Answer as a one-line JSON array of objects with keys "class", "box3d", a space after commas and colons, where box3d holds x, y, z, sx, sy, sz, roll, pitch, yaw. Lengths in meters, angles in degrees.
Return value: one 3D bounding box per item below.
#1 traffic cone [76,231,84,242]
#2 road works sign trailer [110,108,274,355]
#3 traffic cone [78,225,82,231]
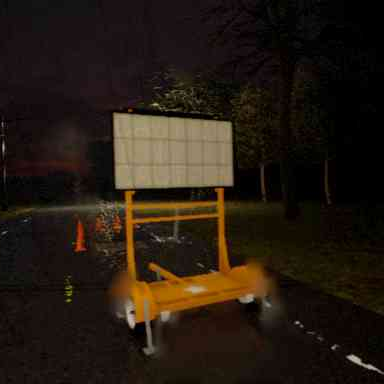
[{"class": "traffic cone", "box3d": [-4.119, 1.833, 12.227, 0.340, 0.580, 0.340, -2, 1, -19]}, {"class": "road works sign trailer", "box3d": [-0.325, 0.350, 6.165, 2.380, 3.560, 2.880, -2, 1, -27]}, {"class": "traffic cone", "box3d": [-4.763, 1.816, 14.120, 0.340, 0.580, 0.340, -2, 1, -19]}]
